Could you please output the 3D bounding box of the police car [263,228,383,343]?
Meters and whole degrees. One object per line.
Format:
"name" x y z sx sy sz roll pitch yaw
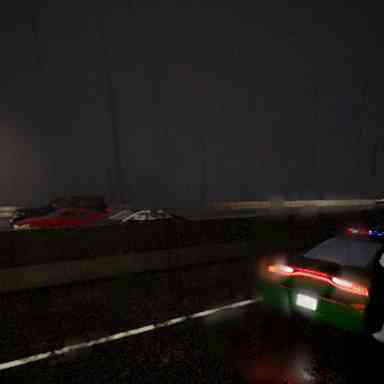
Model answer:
"police car" 3.743 1.523 6.523 4.974 1.542 2.038 0 0 -35

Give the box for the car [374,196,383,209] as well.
"car" 25.960 1.363 43.218 5.566 2.045 2.150 0 0 -34

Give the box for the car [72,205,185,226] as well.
"car" -2.510 1.507 15.072 4.902 1.511 2.128 0 0 -35

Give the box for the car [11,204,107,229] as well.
"car" -6.306 1.534 16.658 4.674 1.442 1.812 0 0 -35

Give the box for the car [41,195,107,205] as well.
"car" -7.702 1.231 19.976 5.566 2.045 2.150 0 0 -35
